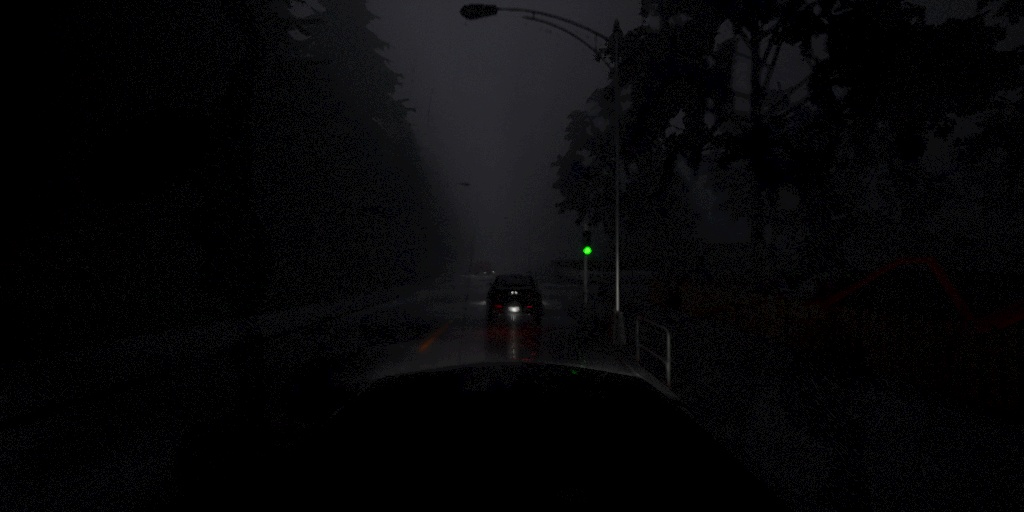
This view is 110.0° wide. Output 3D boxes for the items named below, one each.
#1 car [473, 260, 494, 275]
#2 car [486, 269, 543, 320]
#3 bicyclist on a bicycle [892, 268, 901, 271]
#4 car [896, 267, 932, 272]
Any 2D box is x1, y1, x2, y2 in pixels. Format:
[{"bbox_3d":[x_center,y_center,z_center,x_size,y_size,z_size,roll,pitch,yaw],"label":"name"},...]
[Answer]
[{"bbox_3d":[-4.091,1.586,50.010,2.150,2.045,5.566,0,-1,0],"label":"car"},{"bbox_3d":[0.083,1.402,13.302,1.837,1.490,4.892,0,-1,0],"label":"car"},{"bbox_3d":[20.706,1.322,19.359,0.582,1.620,1.656,0,-1,0],"label":"bicyclist on a bicycle"},{"bbox_3d":[30.016,1.583,27.761,4.892,1.490,1.837,0,-1,0],"label":"car"}]
